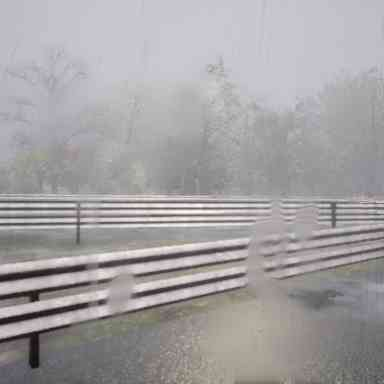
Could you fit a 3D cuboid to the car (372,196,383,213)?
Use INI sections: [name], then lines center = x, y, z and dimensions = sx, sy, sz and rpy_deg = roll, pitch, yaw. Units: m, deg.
[car]
center = 18.943, 1.101, 30.824
dimensions = 4.553, 1.767, 2.097
rpy_deg = 1, 0, -17
